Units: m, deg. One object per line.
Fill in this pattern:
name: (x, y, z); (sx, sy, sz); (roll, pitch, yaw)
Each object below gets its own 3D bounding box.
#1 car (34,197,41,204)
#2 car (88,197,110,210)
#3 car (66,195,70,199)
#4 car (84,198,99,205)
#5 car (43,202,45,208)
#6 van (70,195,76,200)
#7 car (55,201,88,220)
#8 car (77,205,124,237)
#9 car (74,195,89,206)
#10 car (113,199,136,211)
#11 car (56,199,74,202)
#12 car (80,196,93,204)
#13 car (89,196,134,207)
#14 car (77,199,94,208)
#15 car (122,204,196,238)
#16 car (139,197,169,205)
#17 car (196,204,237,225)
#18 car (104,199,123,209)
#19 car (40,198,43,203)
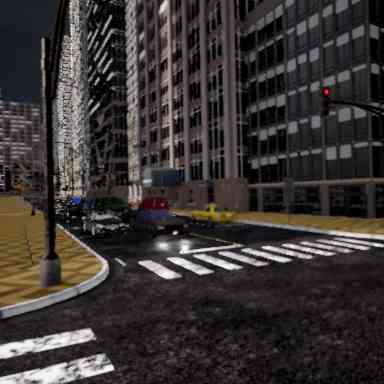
car: (-37.652, 1.996, 81.379); (1.967, 1.590, 4.097); (-1, 0, -28)
car: (-13.257, 1.584, 47.169); (2.097, 1.767, 4.553); (-1, 0, -27)
car: (-30.243, 1.949, 85.293); (2.008, 1.369, 4.403); (-1, 0, -28)
car: (-19.771, 1.827, 65.305); (1.887, 1.381, 4.507); (-1, 0, -28)
car: (-19.321, 1.933, 46.390); (1.802, 1.307, 4.206); (-1, 0, -28)
van: (-27.627, 1.711, 80.296); (1.690, 1.788, 3.998); (-1, 0, -28)
car: (-11.465, 1.825, 31.396); (1.947, 1.339, 4.313); (-1, 0, -28)
car: (-5.220, 1.735, 19.535); (2.008, 1.369, 4.403); (-1, 0, -28)
car: (-11.261, 1.588, 36.588); (2.097, 1.767, 4.553); (-1, 0, -28)
car: (-9.299, 1.708, 45.316); (1.887, 1.381, 4.507); (-1, 0, -28)
car: (-14.084, 1.841, 36.393); (2.008, 1.369, 4.403); (-1, 0, -28)
car: (-22.390, 1.752, 70.302); (1.967, 1.590, 4.097); (-1, 0, -28)
car: (-6.788, 1.404, 28.020); (2.150, 2.045, 5.566); (-1, 0, -28)
car: (-17.837, 1.886, 55.807); (1.895, 1.301, 4.718); (-1, 0, -28)
car: (-2.070, 1.672, 19.023); (2.033, 1.411, 5.357); (-1, 0, -28)
car: (-4.067, 1.417, 35.322); (2.192, 1.841, 5.009); (-1, 0, -28)
car: (1.447, 1.561, 24.720); (1.752, 1.417, 4.829); (-1, 0, -28)
car: (-11.917, 1.776, 50.313); (1.802, 1.307, 4.206); (-1, 0, -28)
car: (-21.939, 1.926, 51.388); (1.887, 1.381, 4.507); (-1, 0, -28)
